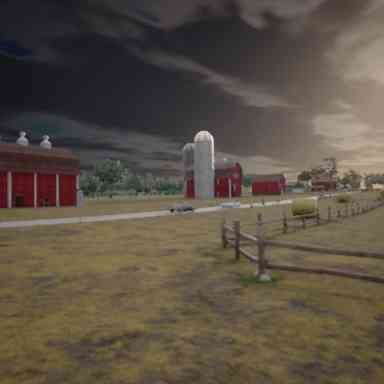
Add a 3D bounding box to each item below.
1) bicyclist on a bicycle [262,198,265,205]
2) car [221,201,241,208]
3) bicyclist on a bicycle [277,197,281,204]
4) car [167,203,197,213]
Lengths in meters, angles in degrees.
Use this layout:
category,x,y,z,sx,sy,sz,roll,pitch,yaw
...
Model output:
category,x,y,z,sx,sy,sz,roll,pitch,yaw
bicyclist on a bicycle,15.216,2.052,70.993,0.582,1.620,1.656,-1,0,35
car,7.181,2.277,60.951,1.895,1.301,4.718,-1,0,35
bicyclist on a bicycle,20.411,1.942,78.334,0.866,1.612,1.509,-1,0,35
car,-1.437,2.280,48.784,2.033,1.411,5.357,-1,0,35
